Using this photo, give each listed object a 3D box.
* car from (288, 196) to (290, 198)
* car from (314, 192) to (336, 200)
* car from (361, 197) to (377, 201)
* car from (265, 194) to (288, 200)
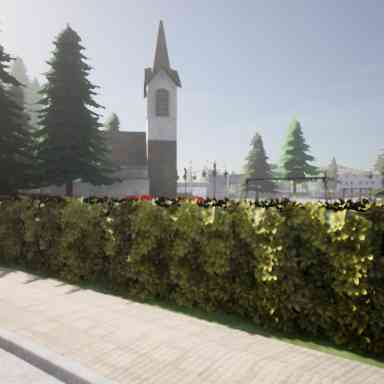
[{"bbox_3d":[20.987,1.321,79.977,5.027,1.636,2.152,0,0,35],"label":"car"},{"bbox_3d":[34.048,1.313,85.328,3.633,1.501,1.845,0,0,35],"label":"car"},{"bbox_3d":[36.234,1.382,69.208,3.806,1.475,1.970,0,0,35],"label":"car"},{"bbox_3d":[19.241,1.330,77.370,4.514,1.523,2.007,0,0,35],"label":"car"}]
